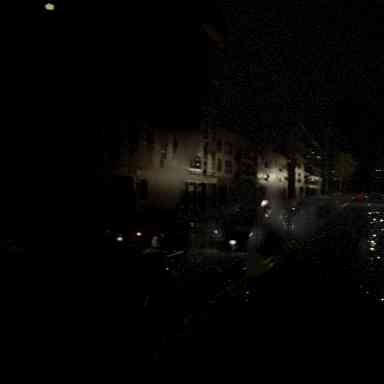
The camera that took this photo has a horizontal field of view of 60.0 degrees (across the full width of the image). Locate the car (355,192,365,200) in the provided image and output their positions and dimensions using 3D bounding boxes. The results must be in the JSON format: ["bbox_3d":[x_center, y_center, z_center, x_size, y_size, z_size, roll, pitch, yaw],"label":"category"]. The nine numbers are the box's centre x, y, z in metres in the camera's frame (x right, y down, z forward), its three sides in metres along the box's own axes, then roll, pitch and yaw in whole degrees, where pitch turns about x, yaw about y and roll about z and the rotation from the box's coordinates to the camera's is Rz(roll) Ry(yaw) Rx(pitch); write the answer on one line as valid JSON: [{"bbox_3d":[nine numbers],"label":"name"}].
[{"bbox_3d":[39.164,0.866,77.541,2.097,1.767,4.553,0,1,27],"label":"car"}]

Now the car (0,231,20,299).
[{"bbox_3d":[-5.654,1.531,5.522,1.895,1.301,4.718,1,1,28],"label":"car"}]

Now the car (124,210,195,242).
[{"bbox_3d":[-1.566,1.451,13.355,1.994,1.385,4.181,1,1,29],"label":"car"}]

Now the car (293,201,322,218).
[{"bbox_3d":[9.781,1.416,28.135,1.895,1.301,4.718,1,1,28],"label":"car"}]

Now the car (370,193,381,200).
[{"bbox_3d":[42.133,1.000,76.212,1.812,1.442,4.674,0,1,27],"label":"car"}]

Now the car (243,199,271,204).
[{"bbox_3d":[4.958,1.305,25.925,2.128,1.511,4.902,0,0,28],"label":"car"}]

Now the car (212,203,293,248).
[{"bbox_3d":[2.726,1.444,14.601,2.033,1.411,5.357,1,1,27],"label":"car"}]

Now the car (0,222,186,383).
[{"bbox_3d":[-2.240,1.497,5.104,2.033,1.411,5.357,0,0,25],"label":"car"}]
